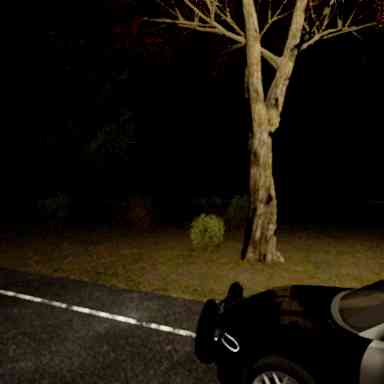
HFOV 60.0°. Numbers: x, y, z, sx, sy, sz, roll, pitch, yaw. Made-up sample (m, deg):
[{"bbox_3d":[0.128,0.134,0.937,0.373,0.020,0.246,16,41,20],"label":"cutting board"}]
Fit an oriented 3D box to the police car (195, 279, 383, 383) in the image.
[{"bbox_3d":[2.549,1.429,3.121,5.238,1.638,1.930,0,0,28],"label":"police car"}]
